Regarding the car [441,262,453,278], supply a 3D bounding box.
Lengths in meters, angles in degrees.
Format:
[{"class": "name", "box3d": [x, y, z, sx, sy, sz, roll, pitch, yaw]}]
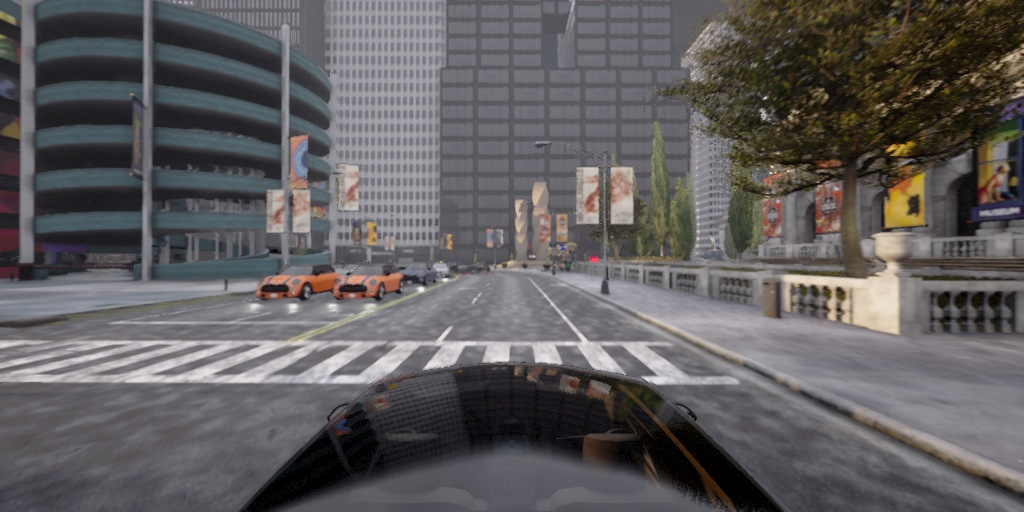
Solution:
[{"class": "car", "box3d": [-7.335, 1.469, 36.859, 1.812, 1.442, 4.674, 0, 0, -7]}]

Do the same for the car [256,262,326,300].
[{"class": "car", "box3d": [-10.592, 1.193, 18.199, 2.097, 1.767, 4.553, 0, 0, 0]}]

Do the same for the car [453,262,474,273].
[{"class": "car", "box3d": [-7.368, 1.505, 49.512, 2.128, 1.511, 4.902, 0, 0, -25]}]

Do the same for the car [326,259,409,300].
[{"class": "car", "box3d": [-7.093, 1.193, 18.173, 2.097, 1.767, 4.553, 0, 0, 0]}]

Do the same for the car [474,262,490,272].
[{"class": "car", "box3d": [-4.680, 1.552, 51.955, 1.812, 1.442, 4.674, 0, 0, -29]}]

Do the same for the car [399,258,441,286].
[{"class": "car", "box3d": [-7.072, 1.242, 27.098, 2.097, 1.767, 4.553, 0, 0, 0]}]
